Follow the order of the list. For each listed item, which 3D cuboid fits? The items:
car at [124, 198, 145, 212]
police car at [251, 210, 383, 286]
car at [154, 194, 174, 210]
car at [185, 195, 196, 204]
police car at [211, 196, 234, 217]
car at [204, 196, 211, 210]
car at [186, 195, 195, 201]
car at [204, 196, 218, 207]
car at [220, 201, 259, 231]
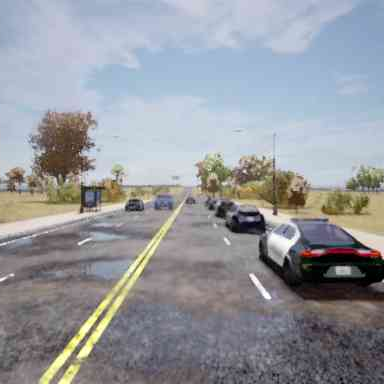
[{"bbox_3d":[-6.730,1.504,39.400,1.837,1.490,4.892,0,0,0],"label":"car"},{"bbox_3d":[3.238,1.509,9.536,2.038,1.542,4.974,0,0,0],"label":"police car"},{"bbox_3d":[-3.492,1.221,42.146,2.150,2.045,5.566,0,0,0],"label":"car"},{"bbox_3d":[-0.260,1.505,62.522,1.812,1.442,4.674,0,0,0],"label":"car"},{"bbox_3d":[3.146,1.427,31.661,1.930,1.638,5.238,0,0,0],"label":"police car"},{"bbox_3d":[3.089,1.501,42.581,2.163,1.488,4.792,0,0,0],"label":"car"},{"bbox_3d":[-0.345,1.370,79.024,2.033,1.411,5.357,0,0,0],"label":"car"},{"bbox_3d":[3.033,1.492,53.551,1.837,1.490,4.892,0,0,0],"label":"car"},{"bbox_3d":[3.196,1.508,20.615,2.163,1.488,4.792,0,0,-1],"label":"car"}]
